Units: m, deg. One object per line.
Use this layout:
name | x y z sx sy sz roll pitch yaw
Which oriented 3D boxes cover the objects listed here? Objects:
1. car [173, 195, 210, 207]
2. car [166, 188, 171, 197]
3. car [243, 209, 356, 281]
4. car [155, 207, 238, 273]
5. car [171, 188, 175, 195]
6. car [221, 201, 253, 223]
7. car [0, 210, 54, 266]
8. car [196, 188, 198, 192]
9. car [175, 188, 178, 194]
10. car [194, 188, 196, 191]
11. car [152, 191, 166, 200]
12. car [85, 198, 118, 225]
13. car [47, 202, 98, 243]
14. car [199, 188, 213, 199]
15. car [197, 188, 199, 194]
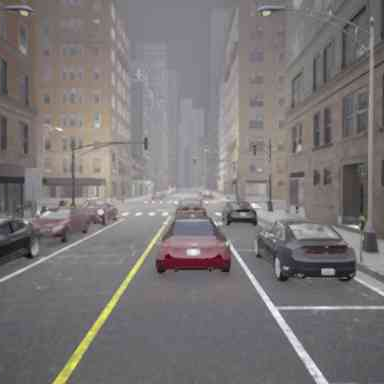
car | -0.054 1.145 19.996 1.837 1.490 4.892 0 1 0
car | -5.923 0.393 67.962 2.008 1.369 4.403 0 1 0
car | 2.815 1.382 9.086 2.008 1.369 4.403 0 1 0
car | 0.027 1.381 10.009 1.994 1.385 4.181 0 1 0
car | -5.967 0.125 84.015 1.752 1.417 4.829 0 1 0
car | 2.765 1.201 20.087 1.947 1.339 4.313 0 1 0
car | -5.710 1.407 9.048 1.947 1.339 4.313 0 1 0
car | 2.571 0.107 78.803 1.967 1.590 4.097 0 1 0
car | -5.998 -0.241 94.998 2.192 1.841 5.009 0 1 0
car | 2.526 -0.250 95.027 2.192 1.841 5.009 0 1 0
car | -5.894 0.598 57.147 1.802 1.307 4.206 0 1 0
car | -5.760 1.085 20.047 1.967 1.590 4.097 0 1 0
car | -5.735 1.325 14.549 1.802 1.307 4.206 0 1 0
car | 2.631 0.447 57.170 1.967 1.590 4.097 0 1 0
car | 2.602 0.384 67.988 2.008 1.369 4.403 0 1 0
